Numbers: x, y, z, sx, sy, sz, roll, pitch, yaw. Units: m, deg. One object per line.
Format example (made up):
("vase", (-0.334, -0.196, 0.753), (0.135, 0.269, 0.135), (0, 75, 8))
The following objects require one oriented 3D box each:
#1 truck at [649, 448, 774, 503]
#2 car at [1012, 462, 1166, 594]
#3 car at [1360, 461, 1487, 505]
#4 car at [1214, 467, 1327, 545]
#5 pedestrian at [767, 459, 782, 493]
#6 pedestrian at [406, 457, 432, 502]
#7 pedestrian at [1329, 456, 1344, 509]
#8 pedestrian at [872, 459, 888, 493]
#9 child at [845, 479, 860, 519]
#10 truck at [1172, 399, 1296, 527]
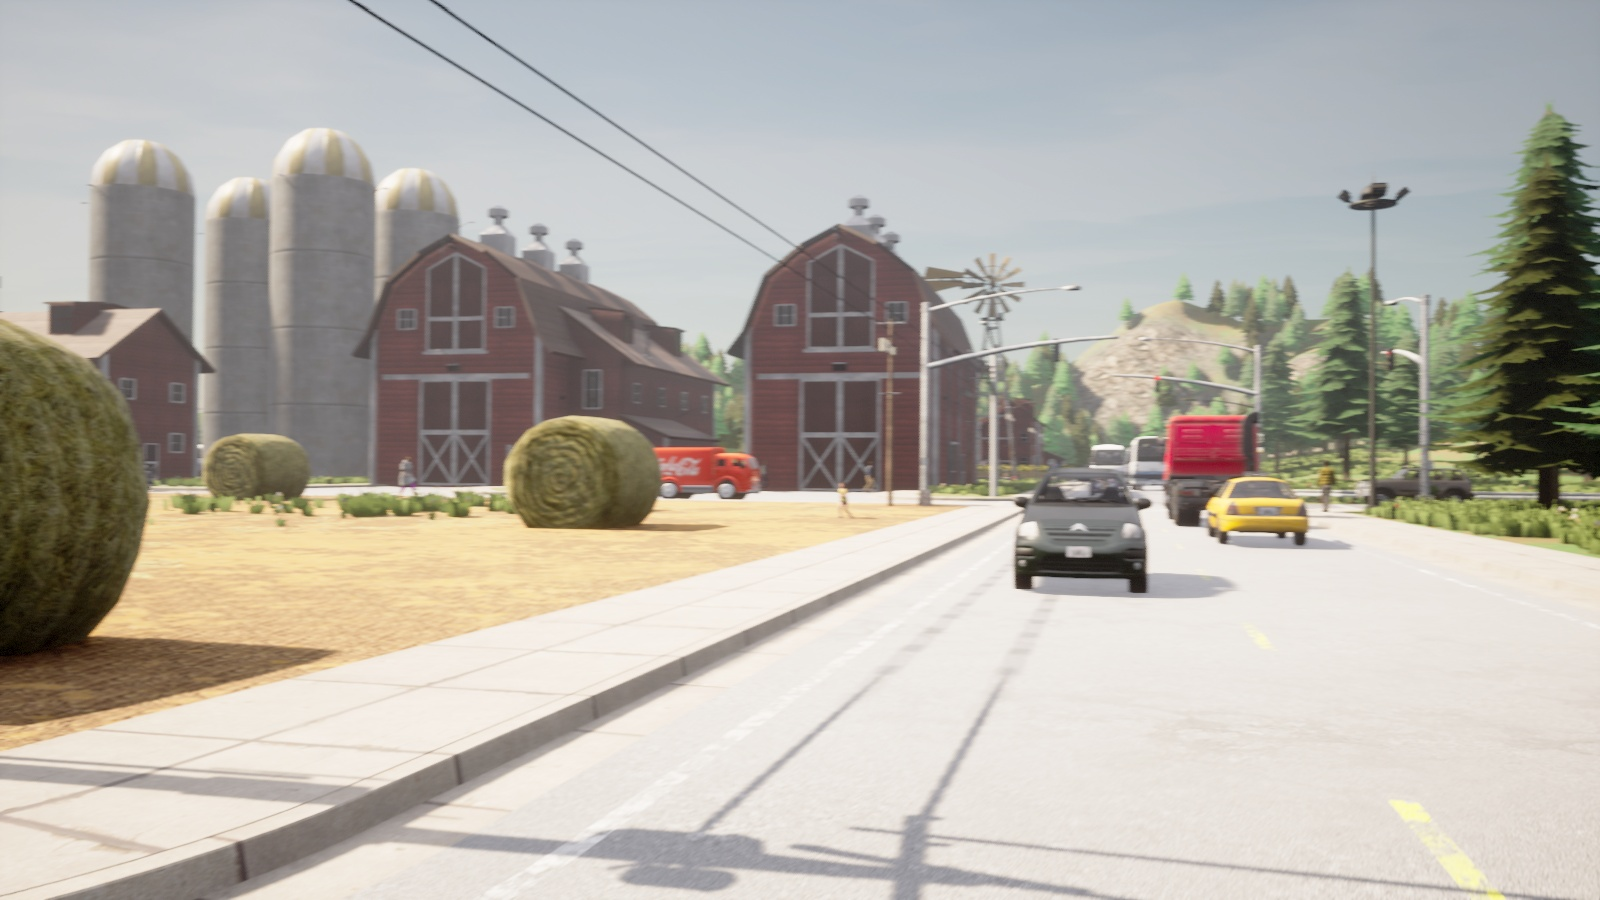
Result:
("truck", (-4.063, 1.163, 57.908), (5.204, 2.467, 2.627), (0, -1, 13))
("car", (4.072, 0.981, 17.531), (1.851, 1.617, 3.988), (0, -1, 14))
("car", (26.826, 1.404, 54.174), (4.605, 1.855, 1.932), (0, -1, 13))
("car", (10.400, 1.176, 28.111), (1.801, 1.575, 5.366), (0, -1, 14))
("pedestrian", (-1.488, 1.517, 73.055), (0.788, 1.949, 0.423), (0, -1, 14))
("pedestrian", (-16.727, 1.272, 55.094), (0.873, 1.952, 0.659), (0, -1, 26))
("pedestrian", (18.745, 1.121, 43.894), (0.431, 1.840, 0.709), (0, -1, 18))
("pedestrian", (4.572, 1.501, 72.047), (0.788, 1.949, 0.423), (-1, -1, 30))
("child", (1.464, 1.361, 35.195), (0.255, 1.110, 0.394), (-1, -1, 31))
("truck", (12.967, 0.401, 38.134), (2.891, 3.462, 7.936), (0, -1, 14))
